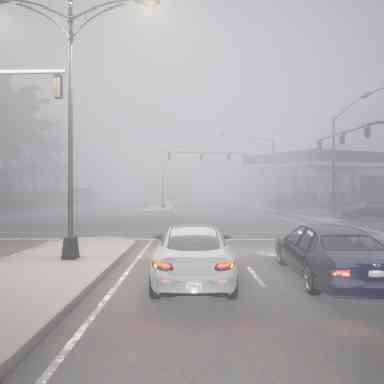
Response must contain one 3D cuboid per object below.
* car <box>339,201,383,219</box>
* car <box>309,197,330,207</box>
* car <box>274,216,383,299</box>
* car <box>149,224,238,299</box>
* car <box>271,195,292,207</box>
[{"bbox_3d":[14.744,1.526,27.801,4.674,1.442,1.812,0,0,-1],"label":"car"},{"bbox_3d":[18.622,1.456,48.737,1.970,1.475,3.806,0,0,0],"label":"car"},{"bbox_3d":[3.508,1.547,8.611,2.033,1.411,5.357,0,0,3],"label":"car"},{"bbox_3d":[0.029,1.526,8.303,1.812,1.442,4.674,0,0,0],"label":"car"},{"bbox_3d":[12.882,1.295,47.935,2.242,1.667,4.611,0,0,0],"label":"car"}]
